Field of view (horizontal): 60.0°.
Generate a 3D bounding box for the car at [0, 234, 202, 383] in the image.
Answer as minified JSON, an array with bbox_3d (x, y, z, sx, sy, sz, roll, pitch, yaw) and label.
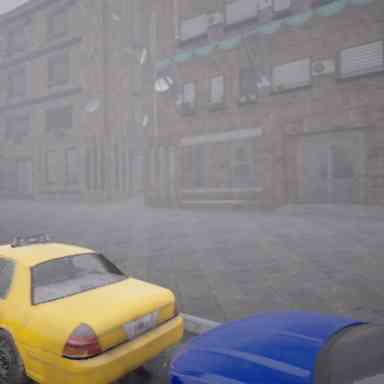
[{"bbox_3d":[-2.657,1.442,5.181,5.366,1.575,1.946,0,0,35],"label":"car"}]
